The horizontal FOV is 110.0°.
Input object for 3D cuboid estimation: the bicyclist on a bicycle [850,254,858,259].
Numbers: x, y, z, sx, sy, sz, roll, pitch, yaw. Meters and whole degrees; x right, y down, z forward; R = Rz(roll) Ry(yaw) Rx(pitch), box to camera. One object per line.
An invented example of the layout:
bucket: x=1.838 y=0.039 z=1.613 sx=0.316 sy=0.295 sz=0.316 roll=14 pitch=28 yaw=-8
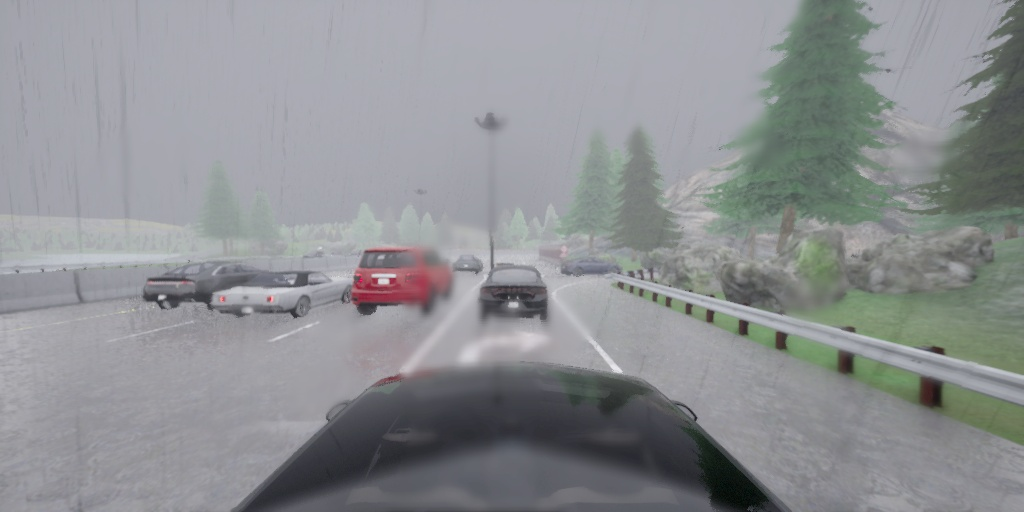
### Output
bicyclist on a bicycle: x=21.484 y=0.707 z=22.472 sx=0.582 sy=1.620 sz=1.656 roll=0 pitch=1 yaw=-1

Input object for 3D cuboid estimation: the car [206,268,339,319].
car: x=-6.926 y=1.114 z=11.682 sx=1.895 sy=1.301 sz=4.718 roll=0 pitch=1 yaw=0

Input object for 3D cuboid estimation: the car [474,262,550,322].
car: x=0.070 y=1.001 z=11.246 sx=1.882 sy=1.535 sz=5.008 roll=0 pitch=2 yaw=0

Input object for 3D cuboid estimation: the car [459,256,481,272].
car: x=-3.467 y=0.666 z=29.033 sx=1.994 sy=1.385 sz=4.181 roll=0 pitch=1 yaw=0

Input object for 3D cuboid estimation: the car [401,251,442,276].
car: x=-6.969 y=0.476 z=28.090 sx=2.097 sy=1.767 sz=4.553 roll=0 pitch=1 yaw=0

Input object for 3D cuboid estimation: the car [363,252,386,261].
car: x=-21.190 y=0.039 z=55.394 sx=1.994 sy=1.385 sz=4.181 roll=0 pitch=1 yaw=0

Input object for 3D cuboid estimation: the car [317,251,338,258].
car: x=-28.176 y=0.044 z=56.755 sx=1.895 sy=1.301 sz=4.718 roll=0 pitch=1 yaw=1

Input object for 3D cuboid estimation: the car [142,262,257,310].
car: x=-10.428 y=0.971 z=13.110 sx=2.128 sy=1.511 sz=4.902 roll=0 pitch=1 yaw=0

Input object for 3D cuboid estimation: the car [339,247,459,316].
car: x=-3.426 y=0.719 z=12.266 sx=2.150 sy=2.045 sz=5.566 roll=0 pitch=1 yaw=0

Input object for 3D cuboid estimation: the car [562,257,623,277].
car: x=5.701 y=0.746 z=25.545 sx=4.181 sy=1.385 sz=1.994 roll=0 pitch=1 yaw=-10
